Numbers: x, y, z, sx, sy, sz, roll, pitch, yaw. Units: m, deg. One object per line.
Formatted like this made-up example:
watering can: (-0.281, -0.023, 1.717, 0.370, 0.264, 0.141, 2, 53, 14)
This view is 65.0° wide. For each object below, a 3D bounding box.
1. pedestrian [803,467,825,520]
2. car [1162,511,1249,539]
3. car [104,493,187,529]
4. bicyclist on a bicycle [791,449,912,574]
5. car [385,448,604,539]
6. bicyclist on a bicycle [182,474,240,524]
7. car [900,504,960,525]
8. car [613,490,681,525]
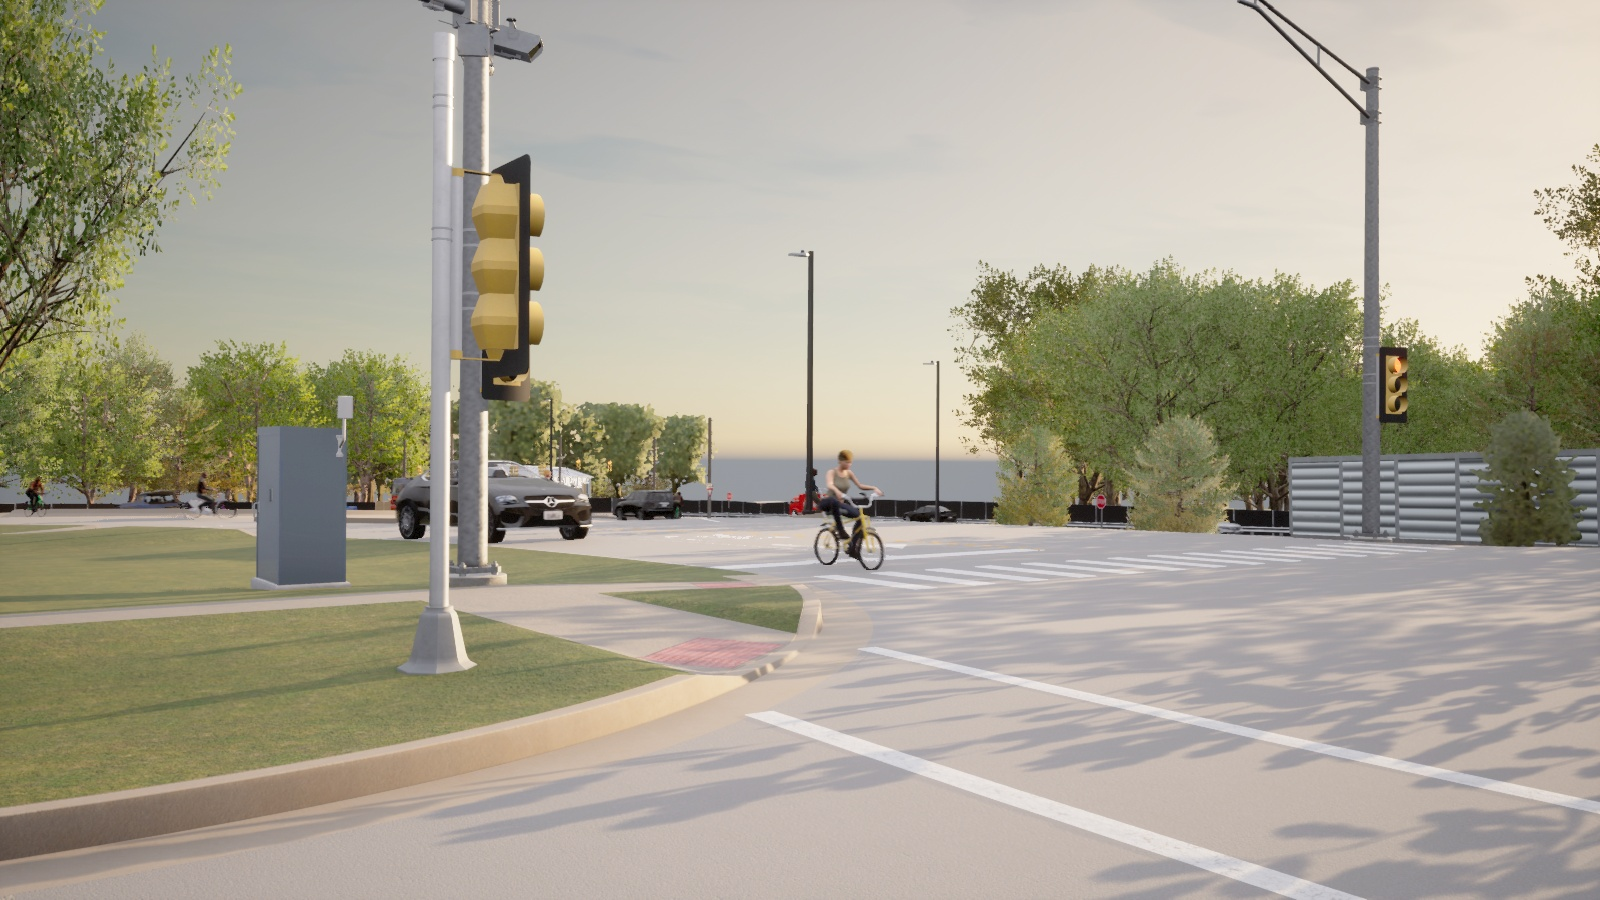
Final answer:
pedestrian: (0.481, 1.517, 43.709, 0.726, 1.835, 0.370, 0, 0, -8)
car: (23.329, 4.294, 72.382, 1.812, 1.442, 4.674, 0, -2, -33)
car: (-38.906, 3.592, 74.706, 1.905, 1.878, 3.866, -9, -6, 38)
bicyclist on a bicycle: (0.684, 0.799, 17.061, 0.866, 1.612, 1.509, 0, 0, -37)
car: (-6.292, 0.874, 25.436, 2.152, 1.651, 5.027, 0, -2, -42)
bicyclist on a bicycle: (-21.652, 1.790, 46.200, 1.843, 1.776, 0.659, 1, 0, -17)
car: (10.133, 5.036, 98.096, 1.882, 1.535, 5.008, 0, -2, -34)
car: (-9.524, 3.530, 77.866, 2.150, 2.045, 5.566, 0, -1, -31)
